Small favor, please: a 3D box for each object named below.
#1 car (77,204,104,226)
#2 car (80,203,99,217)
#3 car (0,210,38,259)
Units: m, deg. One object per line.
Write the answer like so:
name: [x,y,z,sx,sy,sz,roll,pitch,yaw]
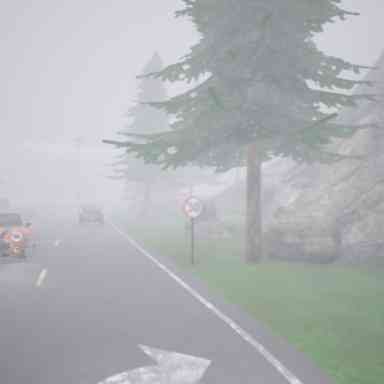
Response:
car: [-8.199,1.868,27.039,2.128,1.511,4.902,0,-1,-18]
car: [-12.367,2.107,40.221,2.033,1.411,5.357,0,-1,-17]
car: [-7.435,1.558,13.073,2.097,1.767,4.553,0,-1,-19]
